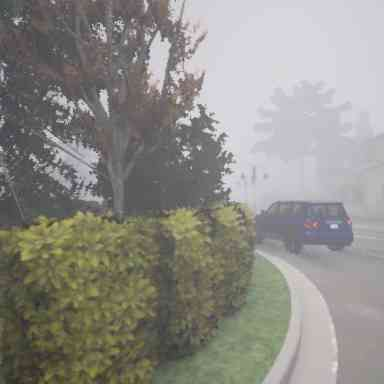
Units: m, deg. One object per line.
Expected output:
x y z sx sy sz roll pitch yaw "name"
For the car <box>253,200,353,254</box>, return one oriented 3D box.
4.457 1.364 14.521 2.150 2.045 5.566 0 -1 -14 "car"
